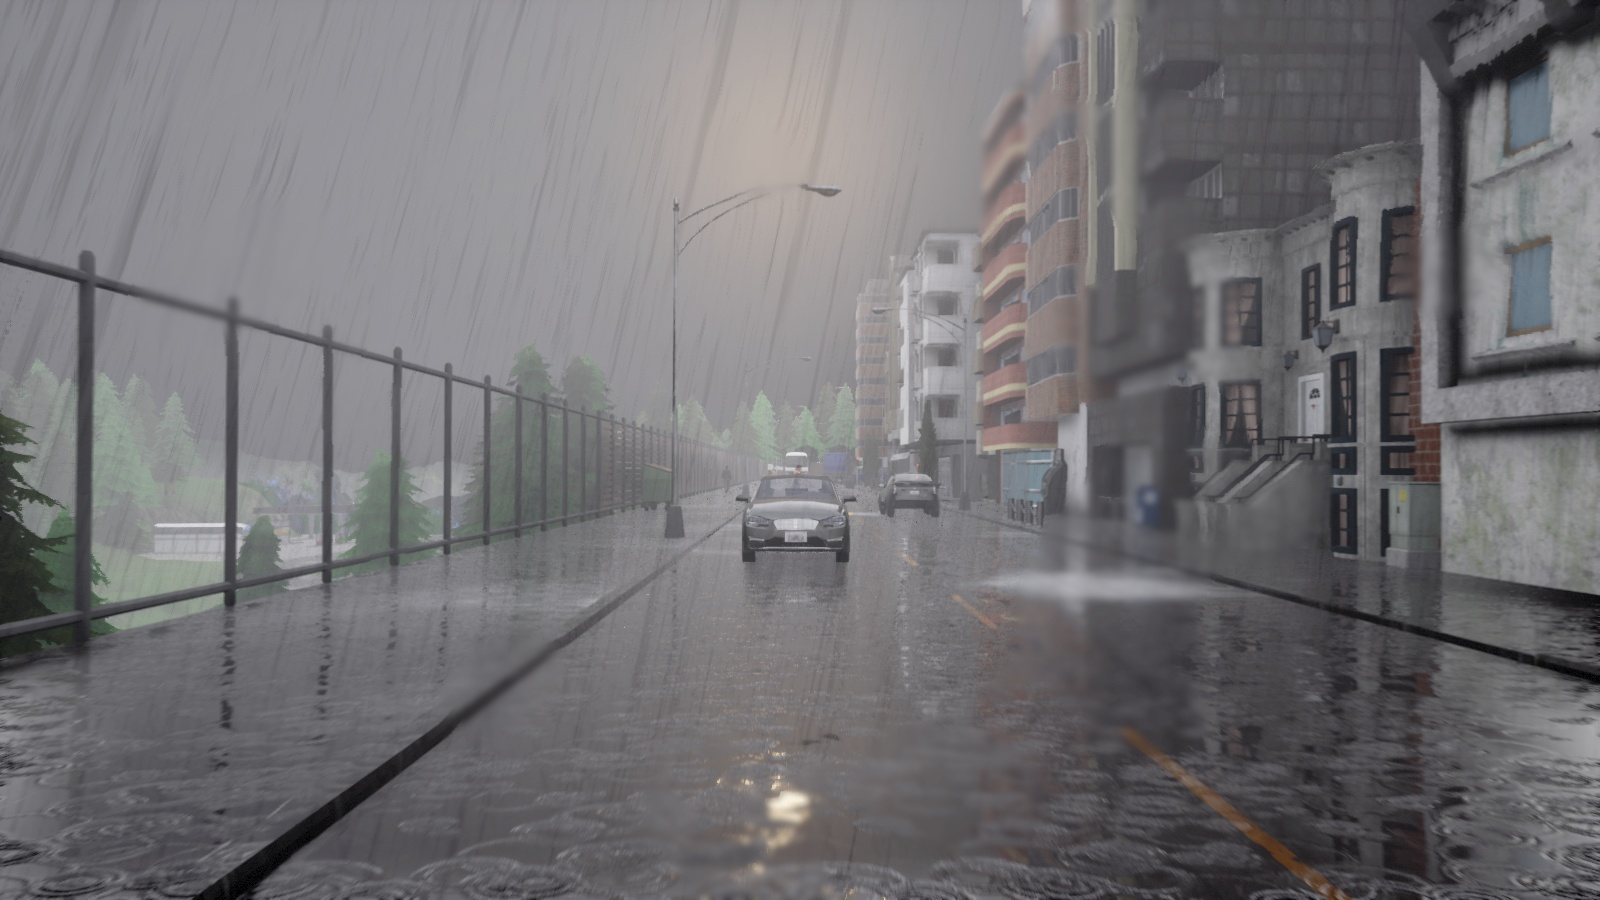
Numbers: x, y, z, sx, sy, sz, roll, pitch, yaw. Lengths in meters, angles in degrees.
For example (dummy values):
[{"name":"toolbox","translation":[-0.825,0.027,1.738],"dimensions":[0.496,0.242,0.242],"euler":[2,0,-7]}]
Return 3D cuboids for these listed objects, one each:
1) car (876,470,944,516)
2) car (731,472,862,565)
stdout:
[{"name":"car","translation":[3.874,1.495,44.755],"dimensions":[2.007,1.525,4.514],"euler":[0,-1,0]},{"name":"car","translation":[-0.064,1.153,22.841],"dimensions":[2.128,1.511,4.902],"euler":[0,-1,0]}]
